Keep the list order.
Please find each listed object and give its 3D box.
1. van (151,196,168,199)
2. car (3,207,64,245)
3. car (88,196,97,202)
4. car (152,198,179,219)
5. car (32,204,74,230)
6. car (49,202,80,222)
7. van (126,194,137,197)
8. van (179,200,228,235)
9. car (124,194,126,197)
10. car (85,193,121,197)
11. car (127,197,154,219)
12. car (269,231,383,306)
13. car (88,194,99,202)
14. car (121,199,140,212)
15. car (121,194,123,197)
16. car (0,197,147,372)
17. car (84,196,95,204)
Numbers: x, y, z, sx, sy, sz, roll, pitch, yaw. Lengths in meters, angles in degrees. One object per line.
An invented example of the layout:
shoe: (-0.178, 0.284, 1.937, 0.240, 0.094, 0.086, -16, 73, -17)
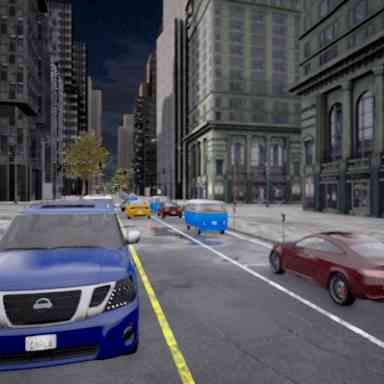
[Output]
van: (-3.382, 1.342, 34.653, 1.690, 1.788, 3.998, 0, 0, -14)
car: (-7.624, 1.545, 16.505, 1.887, 1.381, 4.507, 0, 0, -14)
car: (-22.226, 1.574, 74.417, 1.887, 1.381, 4.507, 0, 0, -14)
car: (-2.031, 1.544, 29.295, 1.887, 1.381, 4.507, 0, 0, -14)
car: (-8.977, 1.545, 21.862, 1.887, 1.381, 4.507, 0, 0, -14)
car: (-10.330, 1.545, 27.219, 1.887, 1.381, 4.507, 0, 0, -14)
van: (-12.692, 1.364, 71.479, 1.690, 1.788, 3.998, 0, 0, -14)
van: (0.672, 1.340, 18.582, 1.690, 1.788, 3.998, 0, 0, -14)
car: (-14.017, 1.594, 76.727, 1.947, 1.339, 4.313, 0, 0, -14)
car: (-5.350, 1.221, 18.842, 2.150, 2.045, 5.566, 0, 0, -14)
car: (-4.737, 1.478, 28.992, 1.882, 1.535, 5.008, 0, 0, -14)
car: (3.374, 1.581, 7.867, 1.802, 1.307, 4.206, 0, 0, -14)
car: (-23.520, 1.350, 79.545, 2.192, 1.841, 5.009, 0, 0, -14)
car: (-7.309, 1.567, 39.091, 1.994, 1.385, 4.181, 0, 0, -14)
car: (-17.992, 1.598, 92.473, 2.008, 1.369, 4.403, 0, 0, -14)
car: (-2.253, 1.221, 6.155, 2.150, 2.045, 5.566, 0, 0, -14)
car: (-19.601, 1.545, 63.992, 1.752, 1.417, 4.829, 0, 0, -14)
